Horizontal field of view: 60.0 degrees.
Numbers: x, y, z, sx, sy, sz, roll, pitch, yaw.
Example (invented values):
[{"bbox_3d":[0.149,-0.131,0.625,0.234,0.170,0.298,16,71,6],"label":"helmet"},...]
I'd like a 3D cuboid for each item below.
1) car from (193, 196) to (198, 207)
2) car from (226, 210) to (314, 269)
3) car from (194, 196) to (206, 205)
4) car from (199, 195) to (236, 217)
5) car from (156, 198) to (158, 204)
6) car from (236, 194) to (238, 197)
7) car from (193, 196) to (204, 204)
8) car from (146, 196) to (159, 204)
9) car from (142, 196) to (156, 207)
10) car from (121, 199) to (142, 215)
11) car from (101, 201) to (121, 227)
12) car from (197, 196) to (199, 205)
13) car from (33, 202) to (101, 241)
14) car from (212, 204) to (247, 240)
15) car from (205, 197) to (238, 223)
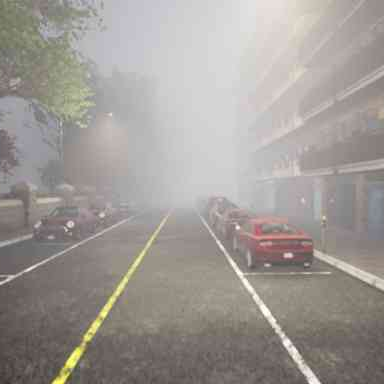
[{"bbox_3d":[1.437,1.330,50.256,1.967,1.590,4.097,0,0,-1],"label":"car"},{"bbox_3d":[2.441,1.509,10.858,1.887,1.381,4.507,0,0,-1],"label":"car"},{"bbox_3d":[1.296,1.448,55.885,1.947,1.339,4.313,0,0,-1],"label":"car"},{"bbox_3d":[2.010,1.245,27.741,2.192,1.841,5.009,0,0,-1],"label":"car"},{"bbox_3d":[-7.082,1.466,55.671,2.008,1.369,4.403,0,0,-1],"label":"car"},{"bbox_3d":[12.388,1.389,88.801,5.009,1.841,2.192,1,-1,-2],"label":"car"},{"bbox_3d":[1.147,1.401,61.684,1.752,1.417,4.829,0,0,-1],"label":"car"},{"bbox_3d":[-7.222,1.434,61.130,1.752,1.417,4.829,0,0,-1],"label":"car"},{"bbox_3d":[-6.935,1.449,49.873,1.752,1.417,4.829,0,0,-1],"label":"car"},{"bbox_3d":[-6.509,1.503,33.157,2.008,1.369,4.403,0,0,-1],"label":"car"},{"bbox_3d":[-6.224,1.414,21.899,1.967,1.590,4.097,0,0,-1],"label":"car"},{"bbox_3d":[1.868,1.359,33.371,1.967,1.590,4.097,0,0,-1],"label":"car"},{"bbox_3d":[-6.081,1.426,16.273,1.967,1.590,4.097,0,0,-1],"label":"car"},{"bbox_3d":[2.298,1.497,16.486,1.887,1.381,4.507,0,0,-1],"label":"car"},{"bbox_3d":[2.154,1.381,22.113,1.967,1.590,4.097,0,0,-1],"label":"car"}]
